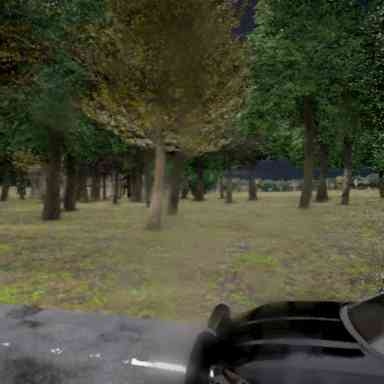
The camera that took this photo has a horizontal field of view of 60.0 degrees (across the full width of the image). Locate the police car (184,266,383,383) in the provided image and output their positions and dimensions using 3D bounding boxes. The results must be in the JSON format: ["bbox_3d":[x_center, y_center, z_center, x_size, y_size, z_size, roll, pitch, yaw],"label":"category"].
[{"bbox_3d":[2.564,1.478,2.909,5.238,1.638,1.930,0,-1,15],"label":"police car"}]
